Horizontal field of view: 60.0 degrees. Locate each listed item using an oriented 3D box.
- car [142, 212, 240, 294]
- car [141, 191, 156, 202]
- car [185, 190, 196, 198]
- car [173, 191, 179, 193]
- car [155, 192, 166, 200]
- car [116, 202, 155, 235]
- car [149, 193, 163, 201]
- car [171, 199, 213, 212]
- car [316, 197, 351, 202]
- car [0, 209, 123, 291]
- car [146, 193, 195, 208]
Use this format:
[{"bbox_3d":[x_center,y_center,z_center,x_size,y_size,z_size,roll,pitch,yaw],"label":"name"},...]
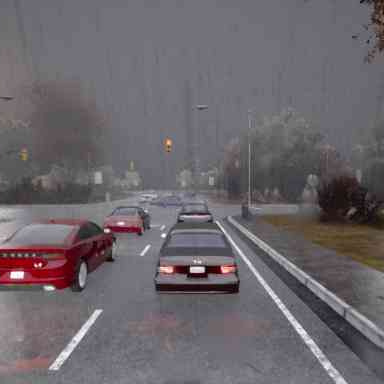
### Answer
[{"bbox_3d":[0.101,1.516,8.863,2.033,1.411,5.357,0,0,0],"label":"car"},{"bbox_3d":[-7.087,0.791,55.178,2.150,2.045,5.566,0,1,0],"label":"car"},{"bbox_3d":[-0.239,0.508,80.543,2.150,2.045,5.566,0,1,-3],"label":"car"},{"bbox_3d":[-4.003,0.720,86.388,2.128,1.511,4.902,0,1,-4],"label":"car"},{"bbox_3d":[-7.114,0.872,75.739,2.128,1.511,4.902,0,1,-1],"label":"car"},{"bbox_3d":[-3.397,1.458,17.923,1.994,1.385,4.181,0,0,0],"label":"car"},{"bbox_3d":[-7.046,0.962,65.351,2.128,1.511,4.902,0,1,0],"label":"car"},{"bbox_3d":[0.131,1.380,18.556,2.128,1.511,4.902,0,0,-1],"label":"car"},{"bbox_3d":[18.833,0.892,43.420,5.566,2.045,2.150,0,1,-3],"label":"car"},{"bbox_3d":[-3.396,1.445,8.936,1.882,1.535,5.008,0,0,0],"label":"car"},{"bbox_3d":[-2.692,1.230,42.210,5.357,1.411,2.033,0,0,-3],"label":"car"}]
